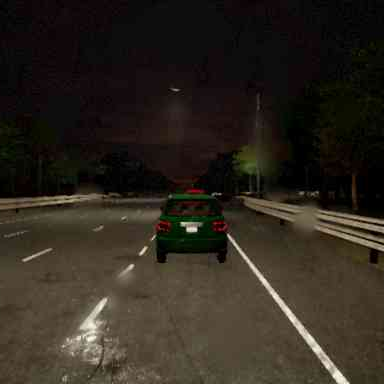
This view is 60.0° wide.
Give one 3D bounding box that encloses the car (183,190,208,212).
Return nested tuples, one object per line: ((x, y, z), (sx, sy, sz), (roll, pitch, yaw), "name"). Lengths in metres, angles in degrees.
((0.477, 0.874, 34.663), (2.150, 2.045, 5.566), (0, 1, 6), "car")

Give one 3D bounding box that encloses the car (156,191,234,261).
((-0.009, 1.102, 11.846), (2.150, 2.045, 5.566), (0, 1, 0), "car")
